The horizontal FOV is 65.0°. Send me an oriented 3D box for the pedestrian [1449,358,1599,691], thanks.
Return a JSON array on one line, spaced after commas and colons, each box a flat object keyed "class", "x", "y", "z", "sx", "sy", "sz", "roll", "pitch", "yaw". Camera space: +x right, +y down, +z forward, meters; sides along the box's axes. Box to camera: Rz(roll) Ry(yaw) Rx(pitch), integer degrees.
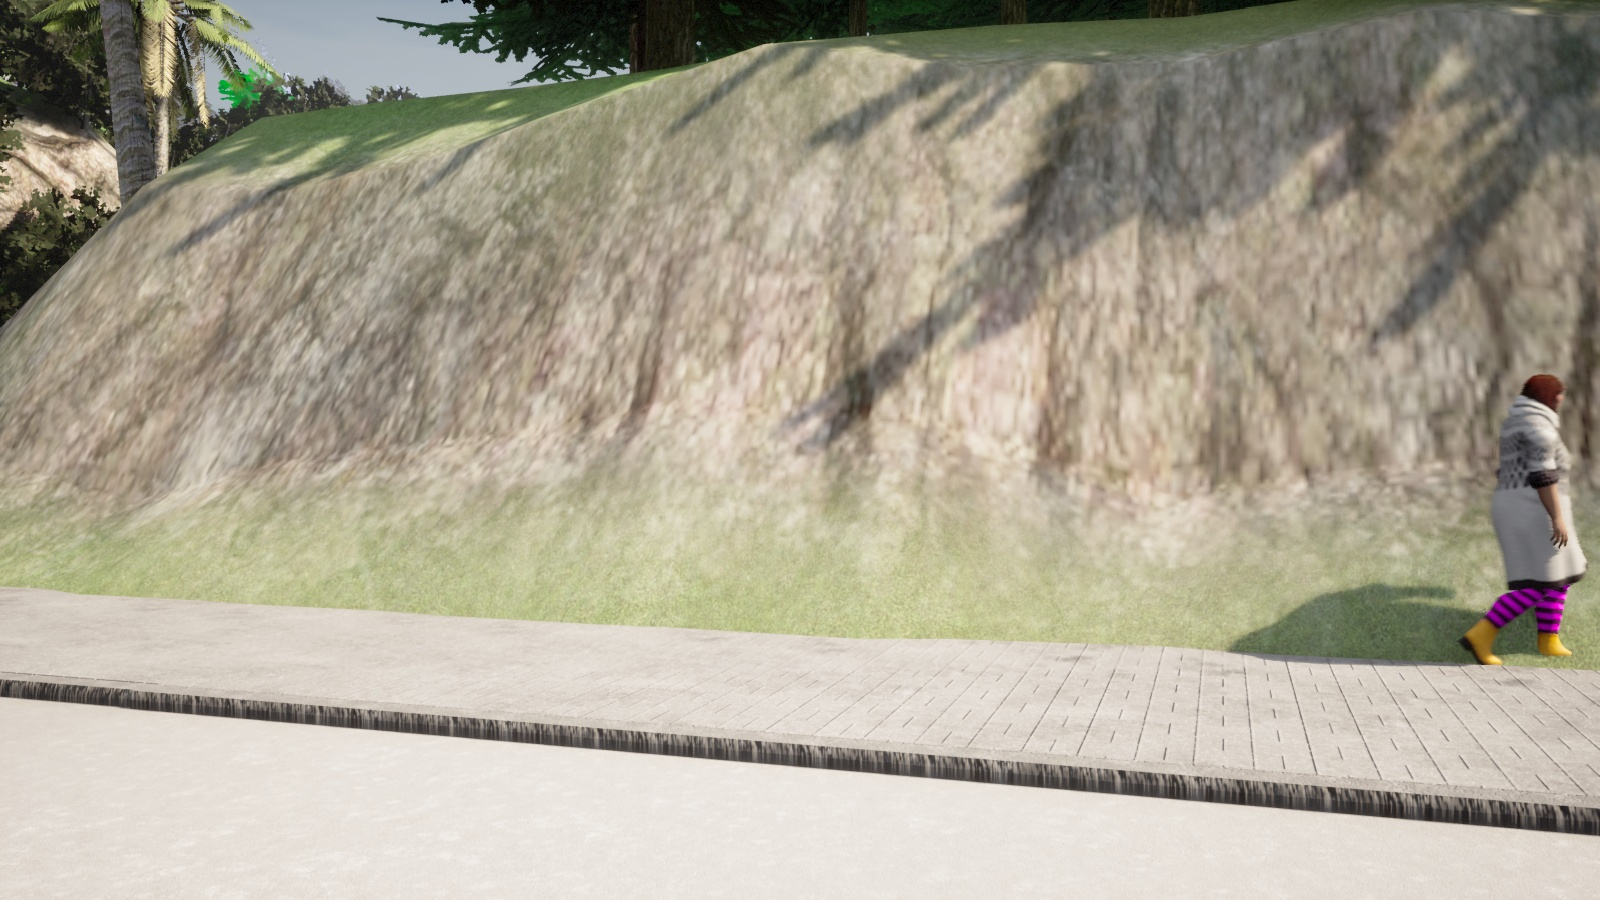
[{"class": "pedestrian", "x": 4.555, "y": 0.430, "z": 7.747, "sx": 0.873, "sy": 1.952, "sz": 0.659, "roll": 1, "pitch": 1, "yaw": 19}]
